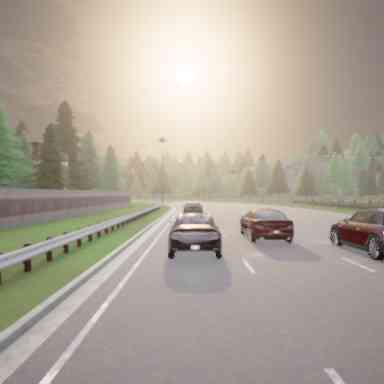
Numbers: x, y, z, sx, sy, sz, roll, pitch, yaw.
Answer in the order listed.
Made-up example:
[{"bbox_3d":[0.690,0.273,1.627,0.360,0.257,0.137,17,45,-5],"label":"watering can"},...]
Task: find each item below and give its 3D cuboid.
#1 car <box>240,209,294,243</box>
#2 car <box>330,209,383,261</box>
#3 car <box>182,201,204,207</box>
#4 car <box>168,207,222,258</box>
[{"bbox_3d":[3.606,1.563,16.719,1.882,1.535,5.008,0,0,0],"label":"car"},{"bbox_3d":[7.105,1.417,12.758,2.097,1.767,4.553,0,0,0],"label":"car"},{"bbox_3d":[0.111,1.674,32.700,1.837,1.490,4.892,0,0,0],"label":"car"},{"bbox_3d":[0.103,1.560,13.045,2.128,1.511,4.902,0,0,0],"label":"car"}]
